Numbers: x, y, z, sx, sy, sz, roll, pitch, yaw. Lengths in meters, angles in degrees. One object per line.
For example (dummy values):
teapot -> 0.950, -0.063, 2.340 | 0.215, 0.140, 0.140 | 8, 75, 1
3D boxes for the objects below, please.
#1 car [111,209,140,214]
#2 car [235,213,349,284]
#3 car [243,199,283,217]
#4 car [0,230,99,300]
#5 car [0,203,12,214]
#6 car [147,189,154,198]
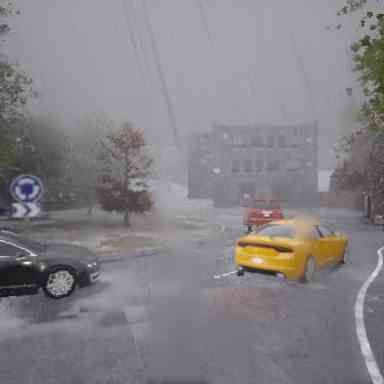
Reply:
car -> -7.838, 1.931, 40.327 | 4.902, 1.511, 2.128 | 0, -1, 21
car -> 3.269, 1.598, 10.224 | 1.882, 1.535, 5.008 | 0, -1, 41
car -> 4.660, 1.458, 22.241 | 2.150, 2.045, 5.566 | 1, 0, 5
car -> -4.547, 1.568, 7.255 | 4.892, 1.490, 1.837 | 0, 1, -26
car -> -22.847, 1.962, 38.607 | 4.718, 1.301, 1.895 | 1, -1, -31
car -> -9.120, 0.381, 67.514 | 2.150, 2.045, 5.566 | 0, 5, 1
